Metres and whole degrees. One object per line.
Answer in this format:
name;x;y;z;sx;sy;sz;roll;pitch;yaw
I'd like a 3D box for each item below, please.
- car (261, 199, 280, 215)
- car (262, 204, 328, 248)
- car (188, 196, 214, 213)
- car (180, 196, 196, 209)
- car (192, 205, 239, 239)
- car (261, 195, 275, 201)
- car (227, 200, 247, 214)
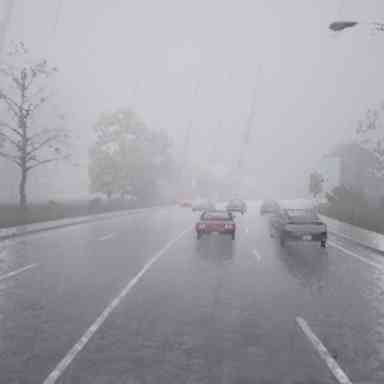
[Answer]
car;7.910;1.590;33.287;1.994;1.385;4.181;0;0;13
car;4.599;1.505;14.935;2.128;1.511;4.902;0;0;6
car;1.286;1.522;36.423;1.812;1.442;4.674;0;0;15
car;-0.033;1.337;44.481;2.097;1.767;4.553;0;0;18
car;1.345;1.603;17.369;1.895;1.301;4.718;0;0;7
car;17.148;1.294;74.743;1.994;1.385;4.181;0;0;31
car;4.723;1.560;35.090;2.033;1.411;5.357;0;0;14
